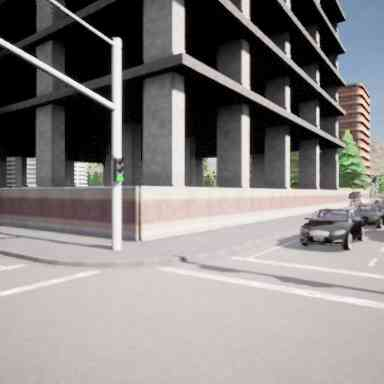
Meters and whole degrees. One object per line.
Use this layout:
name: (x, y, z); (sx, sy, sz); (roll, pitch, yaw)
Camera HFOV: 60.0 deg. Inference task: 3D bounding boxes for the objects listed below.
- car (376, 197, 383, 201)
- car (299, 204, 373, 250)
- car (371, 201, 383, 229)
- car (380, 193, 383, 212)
car: (17.322, 1.466, 30.121); (2.128, 1.511, 4.902); (0, 0, 35)
car: (6.125, 1.467, 14.343); (2.128, 1.511, 4.902); (0, 0, 36)
car: (11.281, 1.539, 21.607); (1.994, 1.385, 4.181); (0, 0, 35)
car: (23.545, 1.196, 38.833); (2.150, 2.045, 5.566); (0, 0, 36)
